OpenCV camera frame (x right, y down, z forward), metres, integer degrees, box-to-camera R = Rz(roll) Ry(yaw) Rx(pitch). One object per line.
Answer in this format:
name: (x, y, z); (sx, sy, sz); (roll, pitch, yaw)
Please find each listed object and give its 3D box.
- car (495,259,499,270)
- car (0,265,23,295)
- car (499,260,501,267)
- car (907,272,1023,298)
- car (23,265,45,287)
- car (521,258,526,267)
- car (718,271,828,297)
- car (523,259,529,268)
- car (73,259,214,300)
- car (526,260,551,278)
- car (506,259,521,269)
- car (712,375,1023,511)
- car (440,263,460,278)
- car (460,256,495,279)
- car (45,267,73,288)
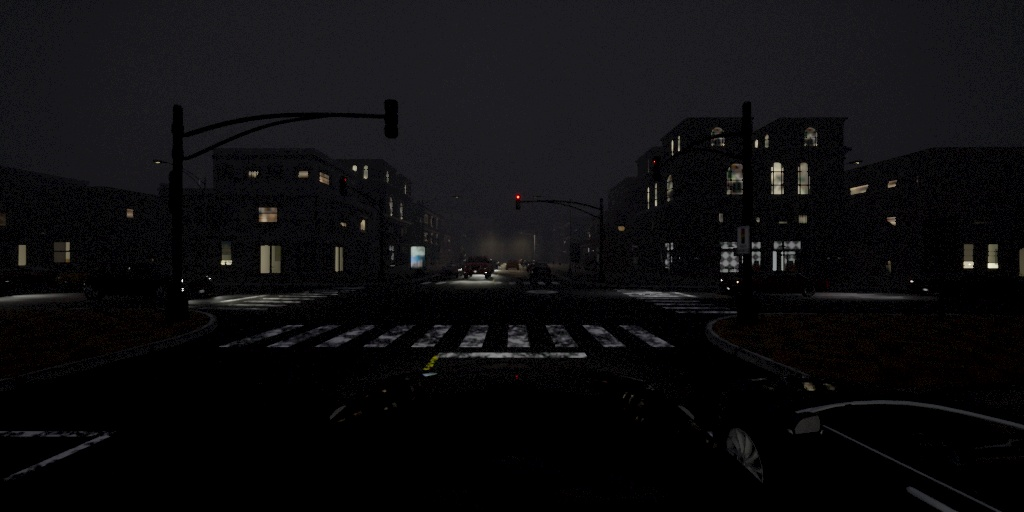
car: (-3.110, 1.253, 43.592); (2.128, 1.511, 4.902); (0, 0, 1)
car: (-26.435, 1.142, 16.594); (4.892, 1.490, 1.837); (0, 0, 1)
car: (-3.111, 1.330, 53.641); (1.994, 1.385, 4.181); (0, 0, 0)
car: (24.190, 1.487, 19.034); (4.718, 1.301, 1.895); (0, 0, 1)
car: (-30.828, 1.232, 22.448); (4.207, 1.307, 1.802); (0, 0, 1)
car: (2.668, 1.320, 61.592); (2.007, 1.370, 4.403); (0, 0, 0)
car: (13.795, 1.436, 19.184); (4.718, 1.301, 1.895); (0, 0, 1)
car: (2.674, 1.344, 45.025); (1.802, 1.307, 4.207); (0, 0, 0)
car: (-16.487, 1.031, 16.476); (4.553, 1.767, 2.097); (0, 0, 0)
car: (2.679, 1.324, 33.982); (1.948, 1.339, 4.313); (0, 0, 0)
car: (0.080, 1.245, 56.270); (1.882, 1.535, 5.008); (0, 0, 0)
car: (2.691, 1.300, 1.592); (2.007, 1.370, 4.403); (0, 0, 0)
car: (-5.702, 1.341, 33.992); (1.802, 1.307, 4.207); (0, 0, 0)
car: (-3.124, 0.980, 33.530); (2.150, 2.045, 5.566); (0, 0, 1)
car: (-25.461, 1.198, 22.367); (4.829, 1.417, 1.751); (0, 0, 1)
